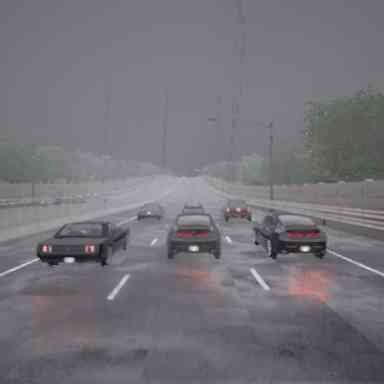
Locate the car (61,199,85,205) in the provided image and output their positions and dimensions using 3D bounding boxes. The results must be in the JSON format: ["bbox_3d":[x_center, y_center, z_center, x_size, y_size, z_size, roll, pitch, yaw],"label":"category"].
[{"bbox_3d":[-17.545,1.693,50.296,1.895,1.301,4.718,0,0,0],"label":"car"}]

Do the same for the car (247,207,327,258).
[{"bbox_3d":[3.580,1.540,12.896,1.837,1.490,4.892,0,0,0],"label":"car"}]

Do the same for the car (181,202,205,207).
[{"bbox_3d":[0.087,1.562,27.942,2.128,1.511,4.902,0,0,0],"label":"car"}]

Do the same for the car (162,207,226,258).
[{"bbox_3d":[0.079,1.540,12.954,1.837,1.490,4.892,0,0,0],"label":"car"}]

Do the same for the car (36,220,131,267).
[{"bbox_3d":[-3.428,1.633,11.576,1.895,1.301,4.718,0,0,0],"label":"car"}]

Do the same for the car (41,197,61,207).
[{"bbox_3d":[-21.042,1.596,50.248,1.837,1.490,4.892,0,1,0],"label":"car"}]

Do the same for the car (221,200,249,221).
[{"bbox_3d":[3.586,1.421,27.624,2.097,1.767,4.553,0,0,0],"label":"car"}]

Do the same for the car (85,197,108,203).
[{"bbox_3d":[-14.046,1.580,50.550,2.128,1.511,4.902,0,0,0],"label":"car"}]

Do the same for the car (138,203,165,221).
[{"bbox_3d":[-3.410,1.636,28.431,1.994,1.385,4.181,0,0,0],"label":"car"}]
